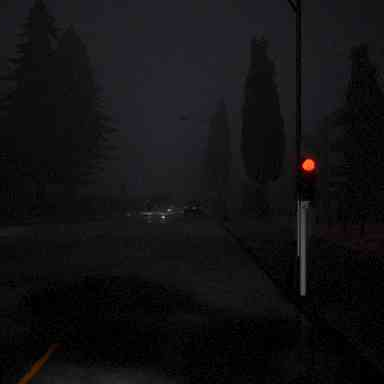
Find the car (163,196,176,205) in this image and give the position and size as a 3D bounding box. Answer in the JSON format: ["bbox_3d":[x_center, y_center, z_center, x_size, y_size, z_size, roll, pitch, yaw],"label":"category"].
[{"bbox_3d":[-4.090,1.547,61.899,2.033,1.411,5.357,0,0,0],"label":"car"}]

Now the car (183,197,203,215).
[{"bbox_3d":[0.131,1.547,33.741,2.033,1.411,5.357,0,0,-1],"label":"car"}]

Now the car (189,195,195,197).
[{"bbox_3d":[-0.020,1.550,73.122,2.097,1.767,4.553,0,0,0],"label":"car"}]

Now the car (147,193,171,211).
[{"bbox_3d":[-4.141,1.221,40.760,2.150,2.045,5.566,0,0,0],"label":"car"}]

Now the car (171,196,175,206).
[{"bbox_3d":[-4.136,1.221,51.197,2.150,2.045,5.566,0,0,0],"label":"car"}]
